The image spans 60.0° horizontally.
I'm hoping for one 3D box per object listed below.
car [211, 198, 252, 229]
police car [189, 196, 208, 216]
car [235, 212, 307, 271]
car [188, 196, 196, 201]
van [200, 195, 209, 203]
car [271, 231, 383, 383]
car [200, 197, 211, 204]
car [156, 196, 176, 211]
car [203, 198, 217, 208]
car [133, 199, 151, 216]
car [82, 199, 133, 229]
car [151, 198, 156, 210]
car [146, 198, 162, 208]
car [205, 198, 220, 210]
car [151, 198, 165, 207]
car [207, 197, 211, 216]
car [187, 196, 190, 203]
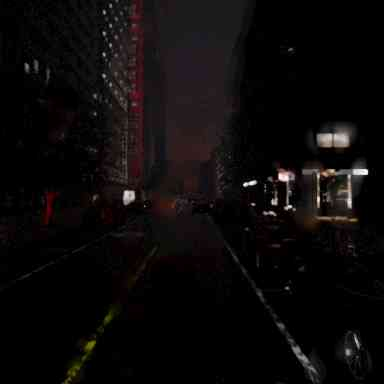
[{"bbox_3d":[2.709,1.373,22.119,2.192,1.841,5.009,1,0,0],"label":"car"},{"bbox_3d":[0.909,1.513,34.452,1.930,1.638,5.238,0,0,0],"label":"police car"},{"bbox_3d":[2.726,1.575,10.806,1.887,1.381,4.507,1,0,0],"label":"car"},{"bbox_3d":[0.022,1.611,85.969,1.895,1.301,4.718,0,0,0],"label":"car"},{"bbox_3d":[2.722,1.499,73.029,1.690,1.788,3.998,1,0,0],"label":"van"},{"bbox_3d":[2.768,1.581,5.150,1.947,1.339,4.313,1,0,0],"label":"car"},{"bbox_3d":[2.718,1.714,67.371,1.947,1.339,4.313,1,0,0],"label":"car"},{"bbox_3d":[-3.081,1.582,42.235,1.882,1.535,5.008,0,0,0],"label":"car"},{"bbox_3d":[2.713,1.686,50.401,1.947,1.339,4.313,1,0,0],"label":"car"},{"bbox_3d":[-5.671,1.630,33.467,1.887,1.381,4.507,1,0,0],"label":"car"},{"bbox_3d":[-5.672,1.374,22.154,2.192,1.841,5.009,1,0,0],"label":"car"},{"bbox_3d":[-5.669,1.692,44.780,1.802,1.307,4.206,1,0,0],"label":"car"},{"bbox_3d":[-5.667,1.666,50.437,1.887,1.381,4.507,1,0,0],"label":"car"},{"bbox_3d":[2.712,1.635,44.915,1.752,1.417,4.829,1,0,0],"label":"car"},{"bbox_3d":[-5.666,1.696,56.094,1.947,1.339,4.313,1,0,0],"label":"car"},{"bbox_3d":[2.710,1.387,27.776,2.192,1.841,5.009,1,0,0],"label":"car"},{"bbox_3d":[0.018,1.471,70.938,1.882,1.535,5.008,0,0,0],"label":"car"}]
